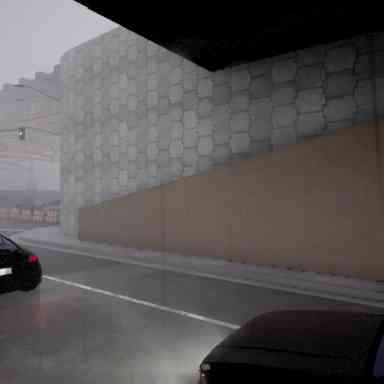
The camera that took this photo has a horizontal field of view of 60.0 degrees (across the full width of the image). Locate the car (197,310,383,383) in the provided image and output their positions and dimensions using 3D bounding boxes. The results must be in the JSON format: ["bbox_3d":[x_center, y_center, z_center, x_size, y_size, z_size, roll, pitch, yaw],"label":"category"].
[{"bbox_3d":[2.588,1.548,2.142,5.357,1.411,2.033,0,0,36],"label":"car"}]

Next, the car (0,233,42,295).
[{"bbox_3d":[-5.394,1.564,7.809,4.181,1.385,1.994,0,0,36],"label":"car"}]

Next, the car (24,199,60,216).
[{"bbox_3d":[-12.058,1.295,29.638,4.536,1.218,1.853,0,0,1],"label":"car"}]

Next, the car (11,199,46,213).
[{"bbox_3d":[-15.808,1.295,32.451,1.853,1.218,4.536,0,0,-9],"label":"car"}]

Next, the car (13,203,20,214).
[{"bbox_3d":[-15.799,1.453,32.400,2.038,1.542,4.974,0,0,-9],"label":"car"}]

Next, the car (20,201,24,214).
[{"bbox_3d":[-12.110,1.453,29.638,4.974,1.542,2.038,0,0,1],"label":"car"}]
